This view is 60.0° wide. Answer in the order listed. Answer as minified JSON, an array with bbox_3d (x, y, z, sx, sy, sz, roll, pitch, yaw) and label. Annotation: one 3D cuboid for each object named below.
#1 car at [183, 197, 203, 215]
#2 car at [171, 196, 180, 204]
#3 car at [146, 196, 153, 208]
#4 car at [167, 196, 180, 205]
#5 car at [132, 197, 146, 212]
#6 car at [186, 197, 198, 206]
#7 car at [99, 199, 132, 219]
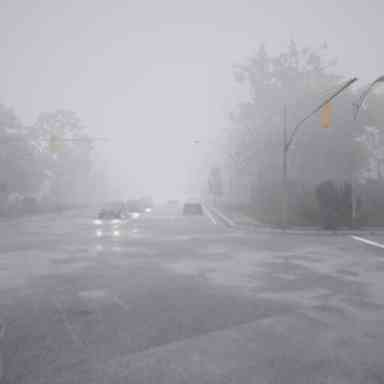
[{"bbox_3d":[0.084,1.557,34.711,1.882,1.535,5.008,0,0,0],"label":"car"},{"bbox_3d":[-3.531,1.688,71.523,1.812,1.442,4.674,0,0,0],"label":"car"},{"bbox_3d":[-7.021,1.466,49.720,2.097,1.767,4.553,0,0,0],"label":"car"},{"bbox_3d":[-3.526,1.741,61.250,1.895,1.301,4.718,0,0,0],"label":"car"},{"bbox_3d":[-7.046,1.596,39.795,1.837,1.490,4.892,0,0,0],"label":"car"},{"bbox_3d":[-0.016,1.631,60.584,2.128,1.511,4.902,0,0,0],"label":"car"},{"bbox_3d":[-7.092,1.575,30.427,1.837,1.490,4.892,0,0,0],"label":"car"}]
